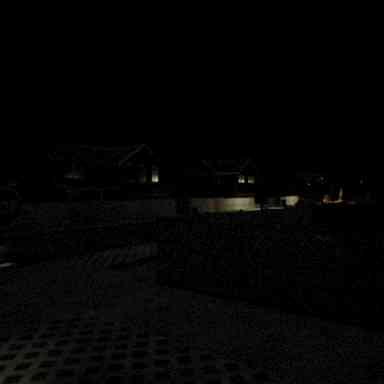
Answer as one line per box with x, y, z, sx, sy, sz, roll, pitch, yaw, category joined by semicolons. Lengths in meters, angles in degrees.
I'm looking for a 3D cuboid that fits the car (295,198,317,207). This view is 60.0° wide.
15.636;1.570;45.714;1.994;1.385;4.181;0;0;36;car
